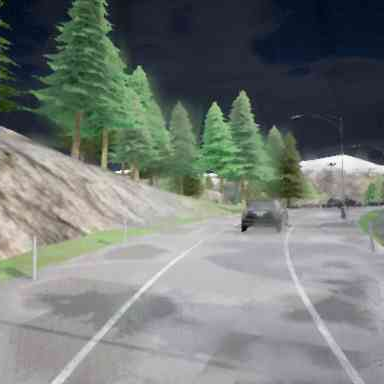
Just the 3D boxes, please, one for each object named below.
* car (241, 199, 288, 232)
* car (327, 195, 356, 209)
[{"bbox_3d":[4.158,1.141,18.666,2.097,1.767,4.553,-1,0,21],"label":"car"},{"bbox_3d":[17.011,1.111,37.878,4.674,1.442,1.812,0,-3,-44],"label":"car"}]
